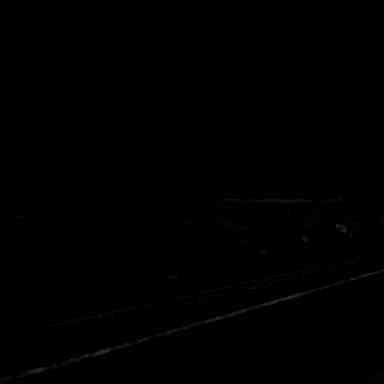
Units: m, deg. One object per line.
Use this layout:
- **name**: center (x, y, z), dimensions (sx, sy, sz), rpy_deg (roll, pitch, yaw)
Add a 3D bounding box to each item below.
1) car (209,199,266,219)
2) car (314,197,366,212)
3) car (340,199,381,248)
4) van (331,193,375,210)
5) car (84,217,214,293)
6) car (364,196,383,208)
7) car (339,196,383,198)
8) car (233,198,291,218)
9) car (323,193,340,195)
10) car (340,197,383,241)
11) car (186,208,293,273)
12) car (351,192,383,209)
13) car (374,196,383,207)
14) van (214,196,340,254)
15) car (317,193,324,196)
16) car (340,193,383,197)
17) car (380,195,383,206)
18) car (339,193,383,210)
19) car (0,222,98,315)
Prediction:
- **car**: center (3.943, 1.421, 29.406), dimensions (2.231, 1.521, 4.892), rpy_deg (0, 0, -36)
- **car**: center (17.386, 1.373, 39.242), dimensions (1.946, 1.575, 5.366), rpy_deg (0, 0, -36)
- **car**: center (4.999, 1.314, 14.112), dimensions (2.185, 1.767, 4.553), rpy_deg (0, 0, -36)
- **van**: center (19.682, 1.142, 40.799), dimensions (1.878, 1.987, 4.442), rpy_deg (0, 0, -36)
- **car**: center (-1.806, 1.492, 9.171), dimensions (2.163, 1.488, 4.792), rpy_deg (0, 0, -36)
- **car**: center (26.508, 1.364, 45.573), dimensions (2.163, 1.488, 4.792), rpy_deg (0, 0, -36)
- **car**: center (9.596, 1.300, 17.323), dimensions (2.185, 1.767, 4.553), rpy_deg (0, 0, -36)
- **car**: center (6.313, 1.409, 30.866), dimensions (1.946, 1.575, 5.366), rpy_deg (0, 0, -36)
- **car**: center (15.219, 1.132, 37.499), dimensions (2.435, 2.045, 5.566), rpy_deg (0, 0, -36)
- **car**: center (7.315, 1.307, 15.692), dimensions (2.185, 1.767, 4.553), rpy_deg (0, 0, -36)
- **car**: center (0.460, 1.455, 10.821), dimensions (2.097, 1.535, 5.008), rpy_deg (0, 0, -36)
- **car**: center (24.283, 1.097, 43.912), dimensions (2.435, 2.045, 5.566), rpy_deg (0, 0, -36)
- **car**: center (28.806, 1.348, 47.145), dimensions (2.163, 1.488, 4.792), rpy_deg (0, 0, -36)
- **van**: center (2.805, 1.222, 12.361), dimensions (1.878, 1.987, 4.442), rpy_deg (0, 0, -36)
- **car**: center (10.701, 1.272, 34.271), dimensions (2.185, 1.767, 4.553), rpy_deg (0, 0, -36)
- **car**: center (11.874, 1.167, 18.955), dimensions (2.435, 2.045, 5.566), rpy_deg (0, 0, -36)
- **car**: center (30.936, 1.292, 48.931), dimensions (1.946, 1.575, 5.366), rpy_deg (-1, 0, -36)
- **car**: center (21.992, 1.109, 42.343), dimensions (2.435, 2.045, 5.566), rpy_deg (0, 0, -36)
- **car**: center (-4.086, 1.499, 7.540), dimensions (2.163, 1.488, 4.792), rpy_deg (0, 0, -36)
